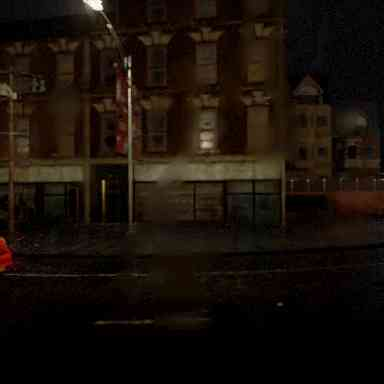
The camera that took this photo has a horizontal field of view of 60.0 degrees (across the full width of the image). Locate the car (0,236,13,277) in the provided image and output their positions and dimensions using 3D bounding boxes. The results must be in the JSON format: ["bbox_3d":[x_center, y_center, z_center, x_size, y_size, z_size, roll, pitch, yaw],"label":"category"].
[{"bbox_3d":[-7.050,1.461,8.244,4.553,1.767,2.097,0,-1,5],"label":"car"}]
